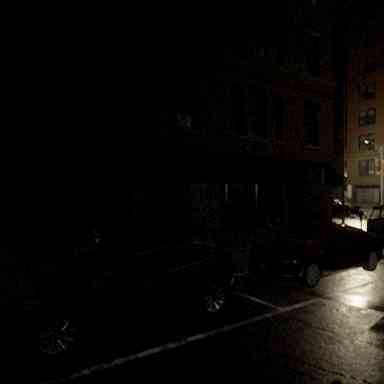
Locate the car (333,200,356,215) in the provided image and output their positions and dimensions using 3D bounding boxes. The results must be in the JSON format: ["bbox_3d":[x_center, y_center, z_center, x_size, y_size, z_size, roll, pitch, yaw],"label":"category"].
[{"bbox_3d":[11.654,1.575,28.186,1.895,1.301,4.718,0,0,-36],"label":"car"}]

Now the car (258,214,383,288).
[{"bbox_3d":[3.522,1.541,9.233,4.507,1.381,1.887,0,0,-35],"label":"car"}]

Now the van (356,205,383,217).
[{"bbox_3d":[8.145,1.334,12.500,3.998,1.788,1.690,0,0,-35],"label":"van"}]

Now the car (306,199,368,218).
[{"bbox_3d":[13.495,1.477,31.184,2.128,1.511,4.902,0,0,-36],"label":"car"}]

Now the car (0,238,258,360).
[{"bbox_3d":[-1.100,1.565,5.967,4.313,1.339,1.947,0,0,-35],"label":"car"}]
